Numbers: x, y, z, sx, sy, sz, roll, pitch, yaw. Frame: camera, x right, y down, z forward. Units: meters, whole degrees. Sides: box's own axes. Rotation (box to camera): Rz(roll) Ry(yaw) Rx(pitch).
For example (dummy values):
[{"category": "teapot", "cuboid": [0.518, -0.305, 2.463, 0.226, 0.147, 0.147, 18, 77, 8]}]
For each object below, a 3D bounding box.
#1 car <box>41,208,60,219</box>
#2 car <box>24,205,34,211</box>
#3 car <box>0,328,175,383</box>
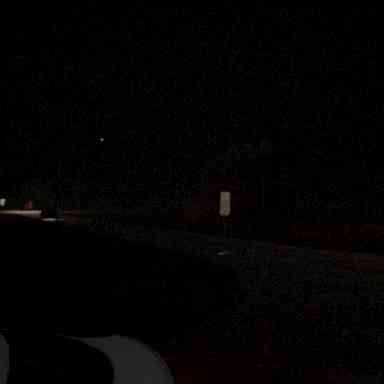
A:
[{"category": "car", "cuboid": [-20.508, 3.056, 48.036, 2.033, 1.411, 5.357, 2, -3, -33]}, {"category": "car", "cuboid": [-41.832, 3.953, 85.186, 1.882, 1.535, 5.008, 2, -2, -33]}, {"category": "car", "cuboid": [-2.138, 1.526, 1.336, 4.674, 1.442, 1.812, 1, -1, -33]}]
